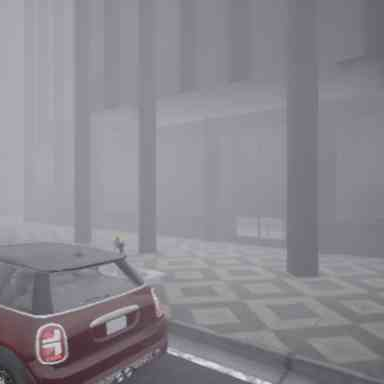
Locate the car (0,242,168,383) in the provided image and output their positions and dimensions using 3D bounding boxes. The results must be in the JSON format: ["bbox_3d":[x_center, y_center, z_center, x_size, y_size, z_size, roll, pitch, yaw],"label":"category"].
[{"bbox_3d":[-2.382,1.433,4.663,4.097,1.590,1.967,0,0,35],"label":"car"}]
